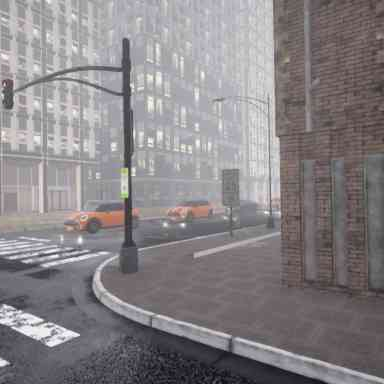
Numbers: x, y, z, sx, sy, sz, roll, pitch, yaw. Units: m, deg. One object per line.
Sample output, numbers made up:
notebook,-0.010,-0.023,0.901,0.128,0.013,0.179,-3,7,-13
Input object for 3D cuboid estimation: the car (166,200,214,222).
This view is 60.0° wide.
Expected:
car,-0.117,1.432,27.026,2.097,1.767,4.553,-1,-1,36

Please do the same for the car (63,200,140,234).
car,-5.320,1.416,19.869,2.097,1.767,4.553,-1,-1,37

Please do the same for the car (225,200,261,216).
car,5.157,1.590,34.324,2.128,1.511,4.902,-1,-1,36

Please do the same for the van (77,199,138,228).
van,-5.882,1.460,23.468,1.690,1.788,3.998,-2,-1,36

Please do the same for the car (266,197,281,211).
car,11.095,1.470,42.508,2.097,1.767,4.553,-1,-1,36
